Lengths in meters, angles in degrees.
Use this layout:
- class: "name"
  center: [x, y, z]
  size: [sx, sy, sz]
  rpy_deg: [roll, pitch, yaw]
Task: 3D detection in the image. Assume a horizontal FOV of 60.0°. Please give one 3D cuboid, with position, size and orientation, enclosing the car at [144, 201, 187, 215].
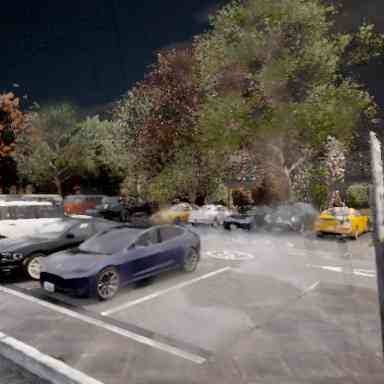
- class: "car"
  center: [-0.782, 1.552, 24.405]
  size: [1.946, 1.575, 5.366]
  rpy_deg: [0, 0, 36]

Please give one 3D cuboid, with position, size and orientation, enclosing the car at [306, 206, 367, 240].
- class: "car"
  center: [8.191, 1.599, 18.113]
  size: [2.097, 1.535, 5.008]
  rpy_deg: [0, 0, 36]

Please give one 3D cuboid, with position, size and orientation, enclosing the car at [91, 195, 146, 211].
- class: "car"
  center: [-5.138, 1.282, 27.832]
  size: [2.435, 2.045, 5.566]
  rpy_deg: [0, 0, 36]

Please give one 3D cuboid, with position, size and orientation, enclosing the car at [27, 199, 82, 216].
- class: "car"
  center: [-14.100, 1.538, 34.338]
  size: [2.163, 1.488, 4.792]
  rpy_deg: [0, 0, 36]

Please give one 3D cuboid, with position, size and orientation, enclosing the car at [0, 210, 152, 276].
- class: "car"
  center: [-3.876, 1.586, 10.723]
  size: [2.097, 1.535, 5.008]
  rpy_deg: [0, 0, 36]

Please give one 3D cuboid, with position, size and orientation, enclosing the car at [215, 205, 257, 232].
- class: "car"
  center: [3.793, 1.607, 21.276]
  size: [2.163, 1.488, 4.792]
  rpy_deg: [0, 0, 36]

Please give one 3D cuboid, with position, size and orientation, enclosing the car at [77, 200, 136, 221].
- class: "car"
  center: [-7.414, 1.551, 29.413]
  size: [2.163, 1.488, 4.792]
  rpy_deg: [0, 0, 36]

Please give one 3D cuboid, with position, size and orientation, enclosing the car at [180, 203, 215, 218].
- class: "car"
  center: [1.567, 1.606, 22.925]
  size: [2.002, 1.452, 4.674]
  rpy_deg: [0, 0, 36]

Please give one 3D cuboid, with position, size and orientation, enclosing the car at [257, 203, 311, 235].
- class: "car"
  center: [5.970, 1.462, 19.771]
  size: [2.185, 1.767, 4.553]
  rpy_deg: [0, 0, 36]

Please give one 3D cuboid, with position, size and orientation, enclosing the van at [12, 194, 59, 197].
- class: "van"
  center: [-16.408, 1.290, 35.844]
  size: [1.878, 1.987, 4.442]
  rpy_deg: [0, 0, 36]

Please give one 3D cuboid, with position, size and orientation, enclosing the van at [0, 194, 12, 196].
- class: "van"
  center: [-20.772, 1.313, 39.290]
  size: [1.878, 1.987, 4.442]
  rpy_deg: [0, 0, 36]

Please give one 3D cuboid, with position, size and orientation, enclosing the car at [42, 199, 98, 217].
- class: "car"
  center: [-11.964, 1.537, 32.788]
  size: [2.163, 1.488, 4.792]
  rpy_deg: [0, 0, 36]

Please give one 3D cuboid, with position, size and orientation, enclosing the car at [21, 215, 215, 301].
- class: "car"
  center: [-1.650, 1.627, 9.065]
  size: [2.163, 1.488, 4.792]
  rpy_deg: [0, 0, 36]

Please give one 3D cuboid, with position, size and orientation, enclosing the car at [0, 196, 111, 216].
- class: "car"
  center: [-6.108, 1.323, 12.372]
  size: [2.435, 2.045, 5.566]
  rpy_deg: [0, 0, 36]
